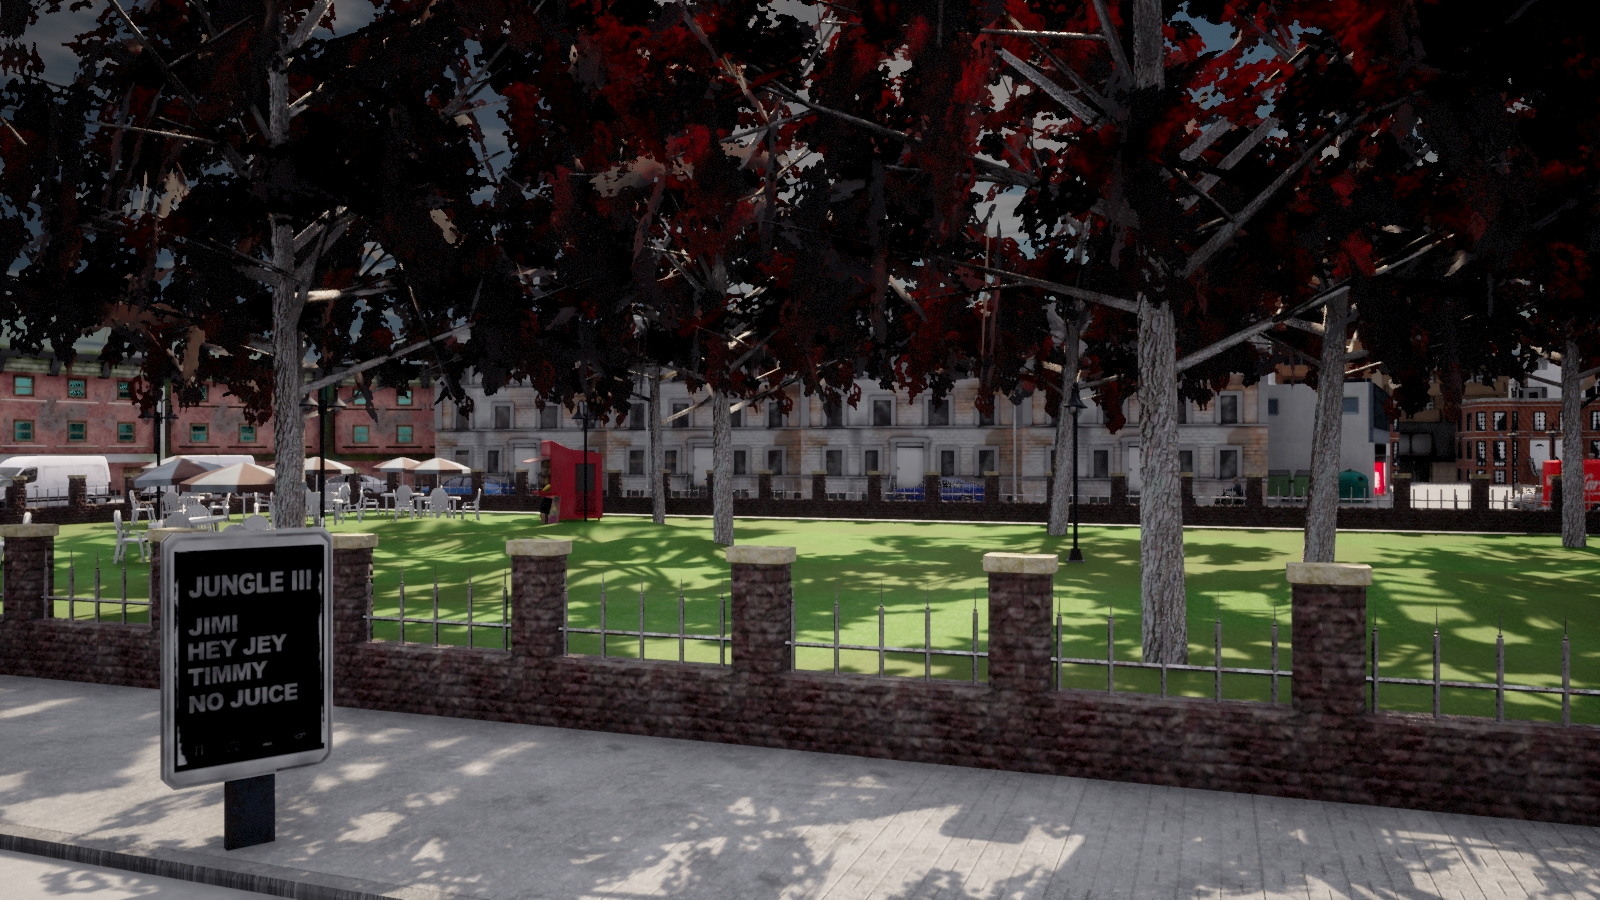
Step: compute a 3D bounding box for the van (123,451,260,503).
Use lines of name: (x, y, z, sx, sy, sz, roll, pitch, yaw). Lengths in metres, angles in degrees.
van: (-31.314, 1.336, 58.944, 1.988, 2.561, 5.915, 0, 0, 41)

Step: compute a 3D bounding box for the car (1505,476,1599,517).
car: (30.857, 1.823, 45.054, 4.902, 1.511, 2.128, 0, 0, 20)

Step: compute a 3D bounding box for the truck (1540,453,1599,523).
truck: (30.020, 1.350, 41.110, 5.204, 2.467, 2.627, -1, 0, 20)

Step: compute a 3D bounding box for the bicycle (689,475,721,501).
bicycle: (-4.818, 1.946, 57.992, 1.643, 1.296, 0.373, 0, 0, 20)

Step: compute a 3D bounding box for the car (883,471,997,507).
car: (6.608, 1.819, 53.861, 5.006, 1.535, 2.097, 0, 0, 20)

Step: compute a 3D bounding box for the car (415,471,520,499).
car: (-18.262, 1.902, 62.828, 5.357, 1.411, 2.033, 0, 0, 19)

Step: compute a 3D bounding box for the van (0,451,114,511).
van: (-34.456, 1.334, 51.696, 1.988, 2.561, 5.915, 0, 0, 21)
